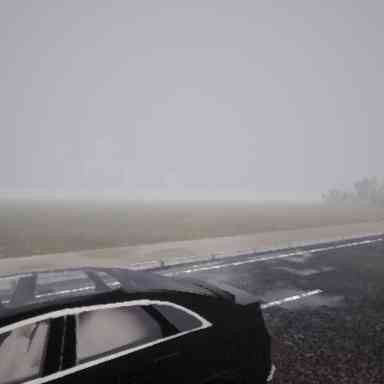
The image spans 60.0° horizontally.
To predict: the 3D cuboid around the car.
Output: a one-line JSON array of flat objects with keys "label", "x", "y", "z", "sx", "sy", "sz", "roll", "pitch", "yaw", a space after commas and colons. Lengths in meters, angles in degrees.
[{"label": "car", "x": -1.458, "y": 1.492, "z": 2.645, "sx": 4.902, "sy": 1.511, "sz": 2.128, "roll": 0, "pitch": 0, "yaw": -36}]
